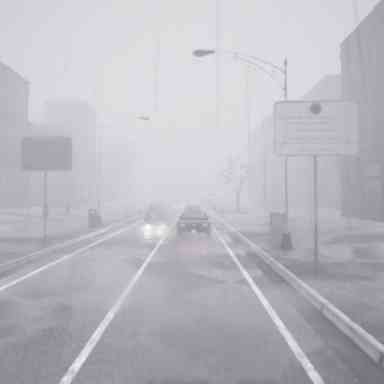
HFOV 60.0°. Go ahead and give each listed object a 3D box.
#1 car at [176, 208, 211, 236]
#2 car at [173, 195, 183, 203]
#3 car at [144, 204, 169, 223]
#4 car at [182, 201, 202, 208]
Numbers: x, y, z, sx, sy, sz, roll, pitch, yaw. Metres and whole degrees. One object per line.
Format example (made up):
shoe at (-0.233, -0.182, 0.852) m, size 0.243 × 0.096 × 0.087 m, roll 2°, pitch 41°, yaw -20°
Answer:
car at (0.108, 1.811, 19.792) m, size 1.895 × 1.301 × 4.718 m, roll 0°, pitch -1°, yaw 0°
car at (-2.990, 1.387, 70.716) m, size 1.882 × 1.535 × 5.008 m, roll 0°, pitch 2°, yaw 0°
car at (-3.092, 1.865, 29.501) m, size 2.128 × 1.511 × 4.902 m, roll 0°, pitch -1°, yaw 0°
car at (0.105, 1.975, 38.024) m, size 1.882 × 1.535 × 5.008 m, roll 0°, pitch -1°, yaw 0°
